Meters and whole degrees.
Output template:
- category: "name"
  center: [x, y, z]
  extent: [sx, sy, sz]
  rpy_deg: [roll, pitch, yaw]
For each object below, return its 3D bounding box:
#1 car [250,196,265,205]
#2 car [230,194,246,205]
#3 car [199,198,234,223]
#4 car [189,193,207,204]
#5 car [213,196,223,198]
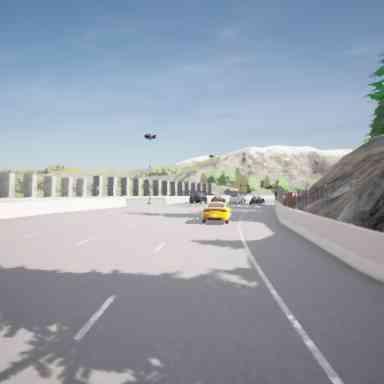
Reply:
- category: "car"
  center: [12.472, 1.506, 63.183]
  extent: [2.097, 1.767, 4.553]
  rpy_deg: [1, 0, 23]
- category: "car"
  center: [8.781, 1.323, 63.770]
  extent: [2.150, 2.045, 5.566]
  rpy_deg: [0, 0, 23]
- category: "car"
  center: [1.967, 1.497, 25.621]
  extent: [1.882, 1.535, 5.008]
  rpy_deg: [0, 0, 9]
- category: "car"
  center: [1.284, 1.218, 63.866]
  extent: [2.150, 2.045, 5.566]
  rpy_deg: [0, 0, 22]
- category: "car"
  center: [5.141, 1.543, 63.773]
  extent: [2.128, 1.511, 4.902]
  rpy_deg: [1, 0, 22]
